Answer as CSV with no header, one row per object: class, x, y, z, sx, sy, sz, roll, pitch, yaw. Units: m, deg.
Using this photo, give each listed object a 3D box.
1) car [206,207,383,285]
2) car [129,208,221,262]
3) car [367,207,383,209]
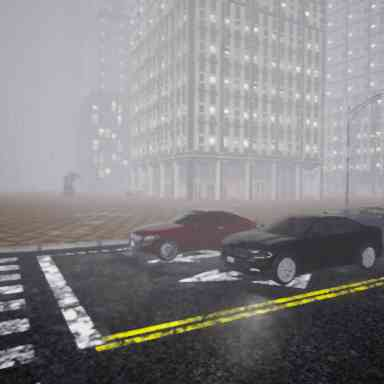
car,3.095,1.330,9.117,5.008,1.535,1.882,0,1,-30
car,0.235,1.299,11.224,4.674,1.442,1.812,0,1,-30
car,8.148,1.385,15.735,4.718,1.301,1.895,0,1,-30
